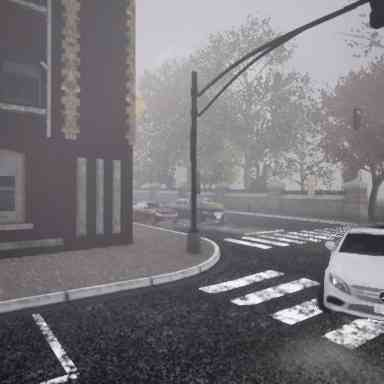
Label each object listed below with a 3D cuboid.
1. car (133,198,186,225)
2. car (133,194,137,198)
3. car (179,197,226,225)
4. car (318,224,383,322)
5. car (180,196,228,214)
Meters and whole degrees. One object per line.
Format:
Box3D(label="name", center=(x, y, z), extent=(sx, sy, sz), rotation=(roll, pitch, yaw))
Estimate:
Box3D(label="car", center=(-2.474, 1.254, 21.042), extent=(1.802, 1.307, 4.206), rotation=(2, 0, -36))
Box3D(label="car", center=(-8.652, 0.859, 43.896), extent=(2.008, 1.369, 4.403), rotation=(1, 0, -36))
Box3D(label="car", center=(0.183, 1.189, 21.774), extent=(2.128, 1.511, 4.902), rotation=(0, 1, -35))
Box3D(label="car", center=(3.946, 1.476, 7.053), extent=(1.812, 1.442, 4.674), rotation=(2, 2, 27))
Box3D(label="car", center=(0.979, 1.124, 30.571), extent=(1.752, 1.417, 4.829), rotation=(1, 0, -36))
